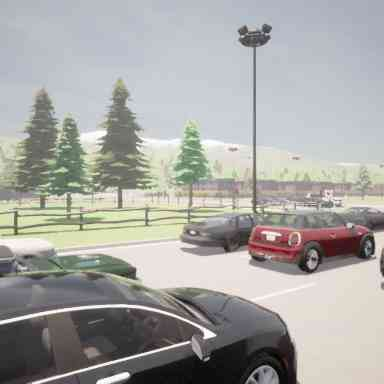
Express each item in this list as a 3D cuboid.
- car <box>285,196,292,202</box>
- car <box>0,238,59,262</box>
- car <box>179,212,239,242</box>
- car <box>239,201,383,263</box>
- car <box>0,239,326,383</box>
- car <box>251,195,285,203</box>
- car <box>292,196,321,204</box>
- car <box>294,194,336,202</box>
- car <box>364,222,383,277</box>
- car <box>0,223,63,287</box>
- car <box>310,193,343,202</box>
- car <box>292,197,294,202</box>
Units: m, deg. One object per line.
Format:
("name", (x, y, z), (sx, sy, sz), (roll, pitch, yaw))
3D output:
("car", (14.580, 1.352, 58.542), (2.097, 1.767, 4.553), (0, 0, -35))
("car", (-3.288, 1.601, 5.700), (4.718, 1.301, 1.895), (0, 0, -35))
("car", (2.072, 1.548, 13.804), (5.357, 1.411, 2.033), (0, 0, -35))
("car", (4.024, 1.352, 10.897), (4.553, 1.767, 2.097), (0, 0, -35))
("car", (-1.082, 1.505, 2.974), (4.892, 1.490, 1.837), (0, 0, -35))
("car", (12.286, 1.547, 55.705), (2.033, 1.411, 5.357), (0, 0, -35))
("car", (22.911, 1.540, 66.860), (2.033, 1.411, 5.357), (0, 0, -35))
("car", (17.683, 1.504, 47.991), (1.837, 1.490, 4.892), (0, 0, -35))
("car", (6.501, 1.526, 8.365), (4.674, 1.442, 1.812), (0, 0, -35))
("car", (-5.867, 1.601, 8.161), (4.718, 1.301, 1.895), (0, 0, -36))
("car", (20.083, 1.221, 50.673), (2.150, 2.045, 5.566), (0, 0, -35))
("car", (19.139, 1.563, 66.291), (1.994, 1.385, 4.181), (0, 0, -35))
